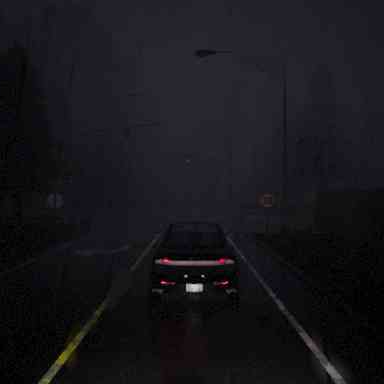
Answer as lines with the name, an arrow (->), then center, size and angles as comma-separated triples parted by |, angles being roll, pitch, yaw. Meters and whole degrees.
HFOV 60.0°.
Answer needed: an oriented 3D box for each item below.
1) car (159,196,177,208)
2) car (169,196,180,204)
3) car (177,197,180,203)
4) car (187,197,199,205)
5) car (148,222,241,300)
car -> -3.530, 1.526, 46.821 | 1.812, 1.442, 4.674 | 0, 0, 0
car -> -3.452, 1.564, 66.081 | 1.994, 1.385, 4.181 | 0, 0, 1
car -> -3.520, 1.478, 56.110 | 1.882, 1.535, 5.008 | 0, 0, 0
car -> 0.164, 1.564, 57.998 | 1.994, 1.385, 4.181 | 0, 0, 0
car -> 0.065, 1.492, 8.361 | 2.128, 1.511, 4.902 | 0, 0, 1
